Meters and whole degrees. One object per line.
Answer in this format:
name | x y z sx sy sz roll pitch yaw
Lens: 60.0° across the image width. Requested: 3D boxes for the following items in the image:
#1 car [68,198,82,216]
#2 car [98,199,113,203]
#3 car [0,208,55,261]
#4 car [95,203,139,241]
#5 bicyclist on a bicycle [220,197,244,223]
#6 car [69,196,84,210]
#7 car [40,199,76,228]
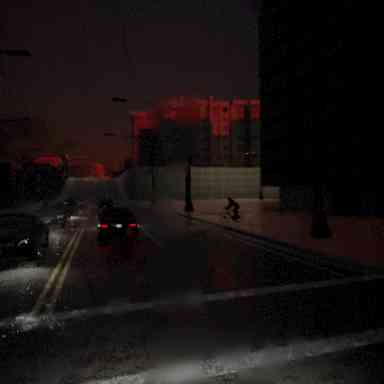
car | -11.800 1.531 31.437 1.994 1.385 4.181 -1 0 -16
car | -11.382 1.506 43.598 1.895 1.301 4.718 -1 0 -16
car | -6.356 1.518 12.020 1.812 1.442 4.674 -1 0 -16
car | -3.781 1.488 16.531 2.033 1.411 5.357 -1 0 -16
bicyclist on a bicycle | 2.523 1.147 21.012 1.656 1.620 0.582 -1 0 -16
car | -14.452 1.306 41.014 2.097 1.767 4.553 -1 0 -15
car | -9.140 1.471 21.936 2.128 1.511 4.902 -1 0 -16
